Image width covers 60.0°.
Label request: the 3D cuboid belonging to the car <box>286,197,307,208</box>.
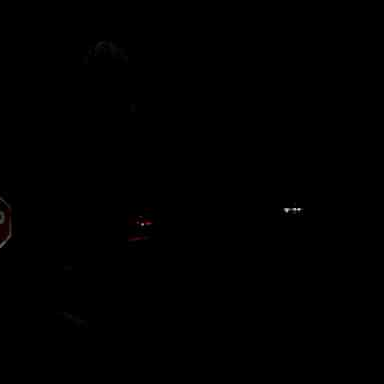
[{"bbox_3d":[15.379,1.539,48.935,1.837,1.490,4.892,0,0,36],"label":"car"}]

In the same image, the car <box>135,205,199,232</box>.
[{"bbox_3d":[-1.391,1.581,20.878,1.837,1.490,4.892,0,0,36],"label":"car"}]
